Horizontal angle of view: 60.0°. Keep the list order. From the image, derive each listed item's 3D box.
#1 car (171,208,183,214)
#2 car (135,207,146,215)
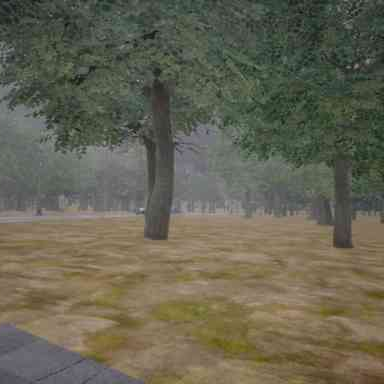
[{"bbox_3d":[-3.874,3.968,69.944,2.033,1.411,5.357,0,-3,28],"label":"car"},{"bbox_3d":[-8.510,3.564,61.203,1.812,1.442,4.674,0,-3,29],"label":"car"}]
